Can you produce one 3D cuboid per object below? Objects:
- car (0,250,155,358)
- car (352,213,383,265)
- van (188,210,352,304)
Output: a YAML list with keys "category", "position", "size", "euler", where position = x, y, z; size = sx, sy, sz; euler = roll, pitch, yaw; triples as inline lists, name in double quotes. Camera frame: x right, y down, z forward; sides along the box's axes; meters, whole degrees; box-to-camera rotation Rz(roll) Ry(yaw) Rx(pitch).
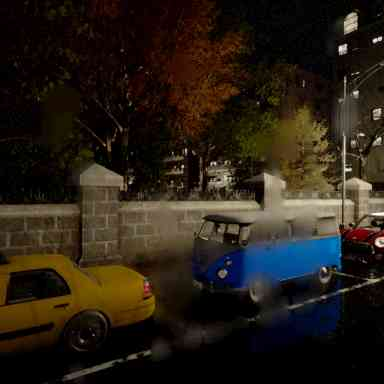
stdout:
- category: "car"
  position: [-2.876, 1.525, 4.499]
  size: [4.829, 1.417, 1.752]
  euler: [0, 1, -36]
- category: "car"
  position: [6.393, 1.442, 11.129]
  size: [4.097, 1.590, 1.967]
  euler: [0, 1, -36]
- category: "van"
  position: [1.829, 1.343, 7.862]
  size: [3.998, 1.788, 1.690]
  euler: [0, 1, -36]
